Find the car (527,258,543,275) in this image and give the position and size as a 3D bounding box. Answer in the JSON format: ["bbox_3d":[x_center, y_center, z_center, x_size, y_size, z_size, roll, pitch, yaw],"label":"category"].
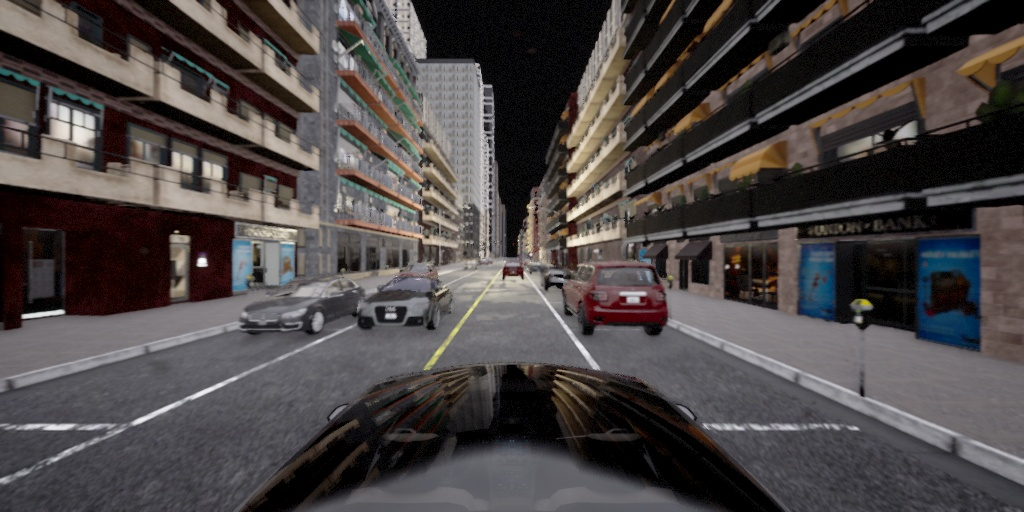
[{"bbox_3d":[2.688,1.252,38.777,2.007,1.370,4.403,0,0,0],"label":"car"}]

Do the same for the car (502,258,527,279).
[{"bbox_3d":[0.099,1.186,32.150,1.882,1.535,5.008,0,0,0],"label":"car"}]

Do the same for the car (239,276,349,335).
[{"bbox_3d":[-5.691,1.287,10.363,2.007,1.370,4.403,0,0,0],"label":"car"}]

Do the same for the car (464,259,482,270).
[{"bbox_3d":[-5.693,1.239,50.140,2.007,1.370,4.403,0,0,0],"label":"car"}]

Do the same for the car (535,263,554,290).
[{"bbox_3d":[2.689,1.288,21.730,1.948,1.339,4.313,0,0,0],"label":"car"}]

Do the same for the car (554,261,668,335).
[{"bbox_3d":[2.689,1.052,10.366,2.192,1.841,5.009,0,0,0],"label":"car"}]

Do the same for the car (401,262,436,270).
[{"bbox_3d":[-5.692,1.161,21.727,1.967,1.591,4.097,0,0,0],"label":"car"}]

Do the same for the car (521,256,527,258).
[{"bbox_3d":[2.686,1.118,61.506,1.967,1.591,4.097,0,0,0],"label":"car"}]

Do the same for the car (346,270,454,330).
[{"bbox_3d":[-3.005,1.301,10.908,1.994,1.385,4.181,0,0,0],"label":"car"}]
